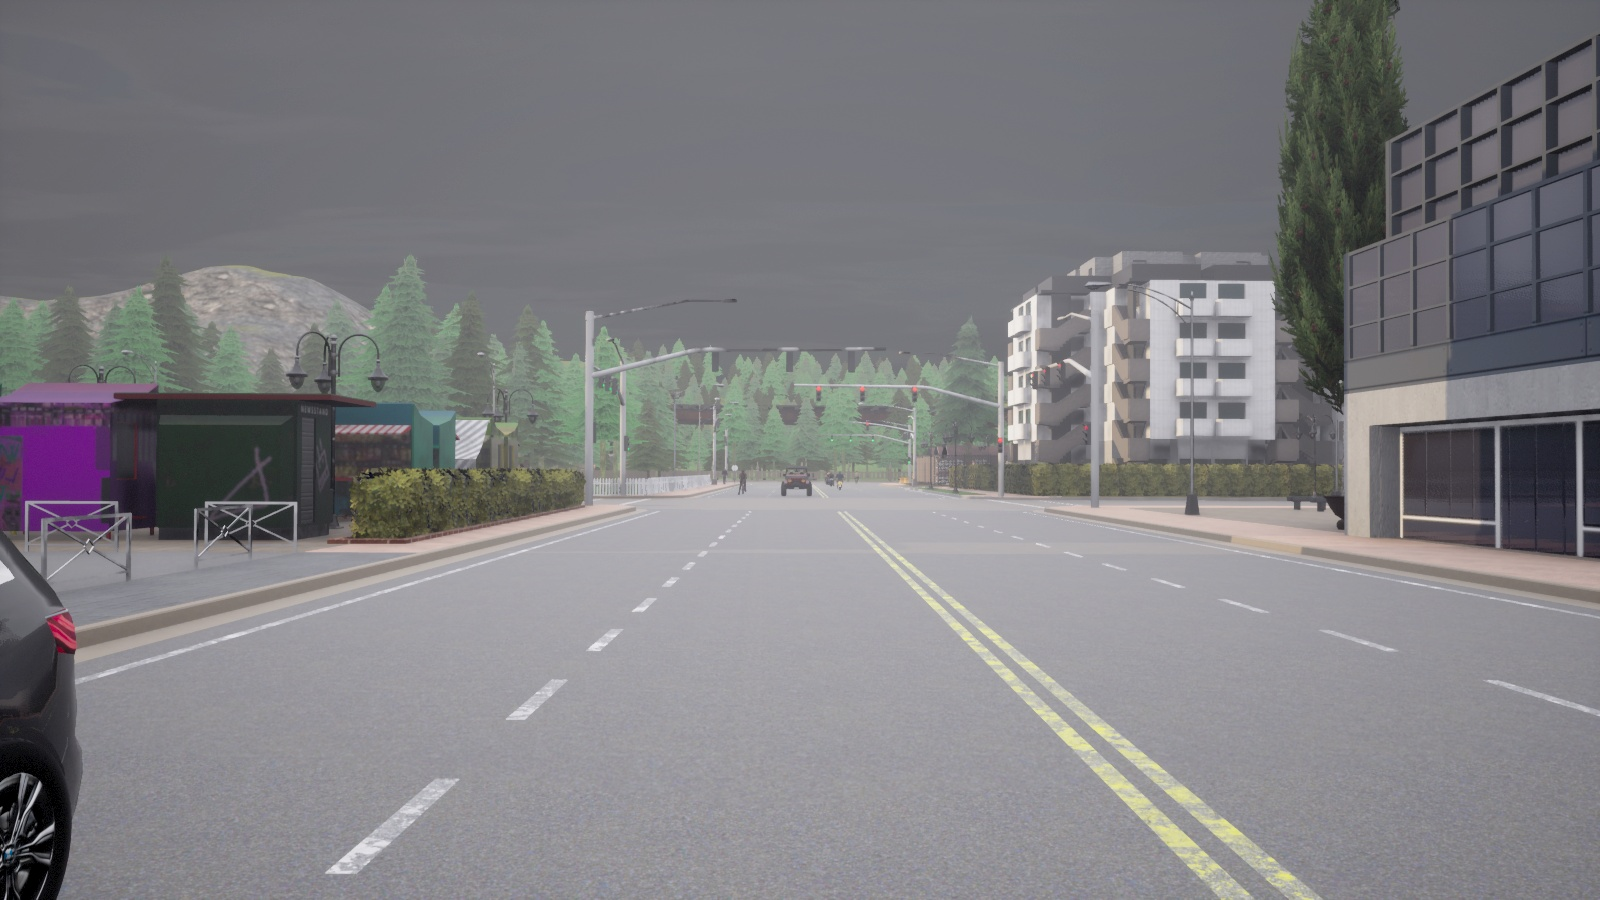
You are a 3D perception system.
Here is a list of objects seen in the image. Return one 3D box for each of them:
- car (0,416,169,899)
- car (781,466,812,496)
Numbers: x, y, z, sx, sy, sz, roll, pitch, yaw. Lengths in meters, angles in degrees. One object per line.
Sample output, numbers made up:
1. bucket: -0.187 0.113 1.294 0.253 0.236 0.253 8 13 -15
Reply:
1. car: -3.507 0.714 2.453 2.242 1.667 4.611 0 -1 0
2. car: -0.200 1.930 78.718 1.905 1.878 3.866 0 -1 0
